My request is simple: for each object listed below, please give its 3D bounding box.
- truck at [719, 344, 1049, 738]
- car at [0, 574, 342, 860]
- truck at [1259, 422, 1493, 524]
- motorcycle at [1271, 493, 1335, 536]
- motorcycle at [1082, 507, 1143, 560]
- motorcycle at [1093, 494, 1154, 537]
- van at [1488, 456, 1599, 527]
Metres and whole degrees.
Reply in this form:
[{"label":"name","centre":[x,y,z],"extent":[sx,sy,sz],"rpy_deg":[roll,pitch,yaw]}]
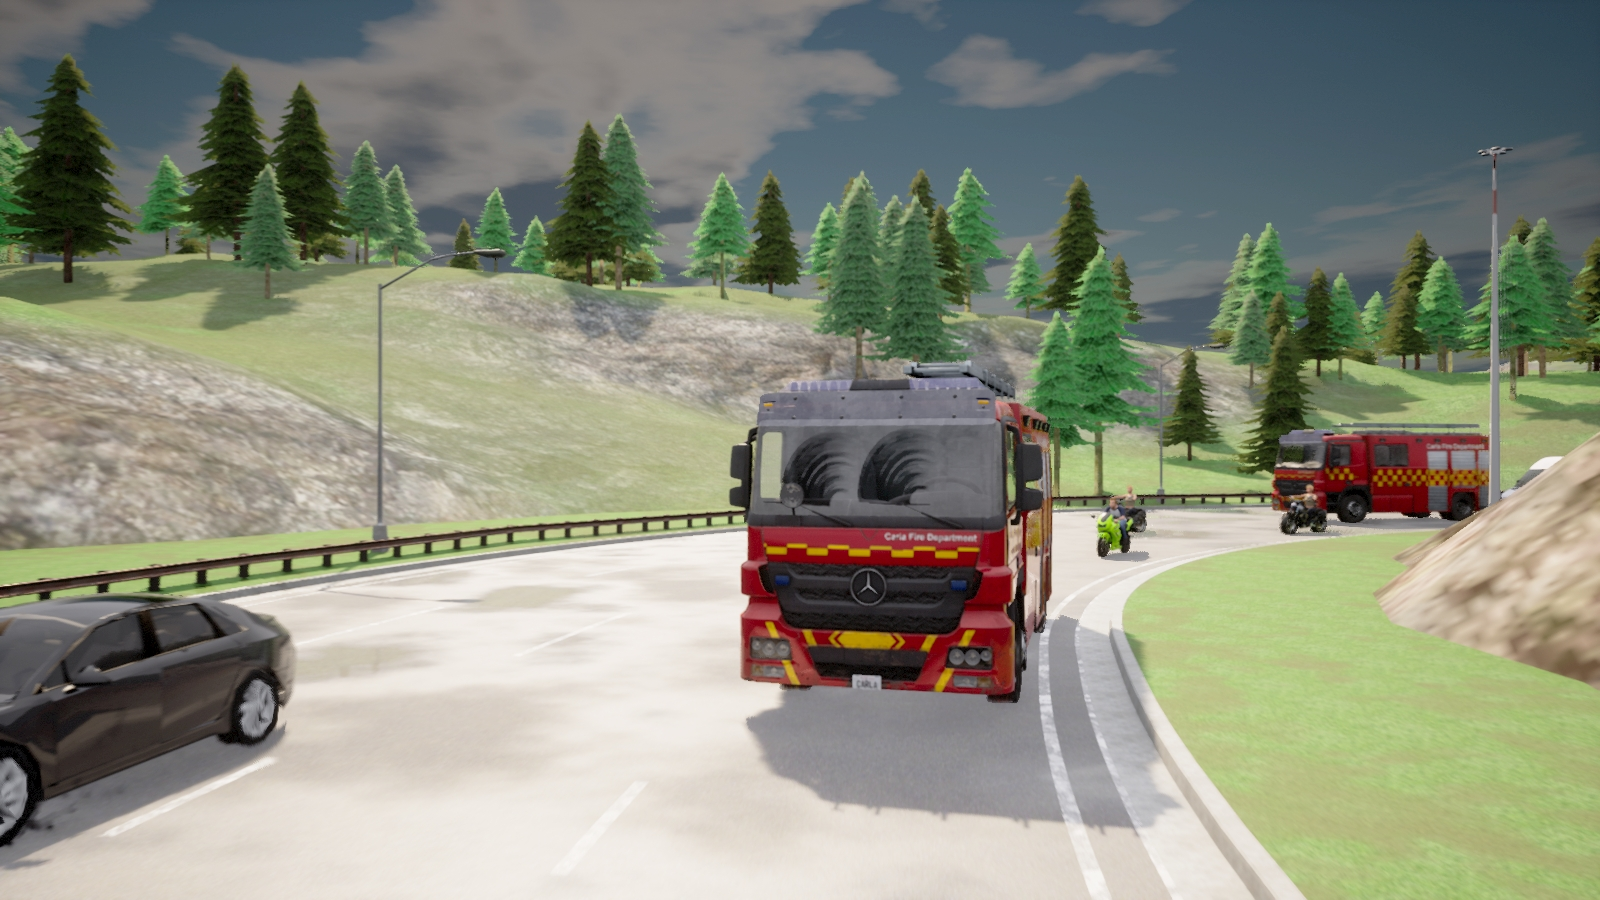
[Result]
[{"label":"truck","centre":[1.679,0.883,15.561],"extent":[2.891,3.827,8.468],"rpy_deg":[0,0,15]},{"label":"car","centre":[-6.259,2.054,9.602],"extent":[2.231,1.480,4.892],"rpy_deg":[0,0,10]},{"label":"truck","centre":[22.845,0.872,45.387],"extent":[8.468,3.827,2.891],"rpy_deg":[0,0,-14]},{"label":"motorcycle","centre":[16.718,2.138,37.970],"extent":[2.356,1.307,0.764],"rpy_deg":[0,1,-33]},{"label":"motorcycle","centre":[8.246,2.171,30.084],"extent":[0.803,1.199,2.033],"rpy_deg":[2,2,39]},{"label":"motorcycle","centre":[10.685,2.138,37.692],"extent":[2.356,1.307,0.764],"rpy_deg":[0,1,-41]},{"label":"van","centre":[29.365,1.517,43.273],"extent":[5.915,2.561,1.988],"rpy_deg":[0,0,-13]}]
